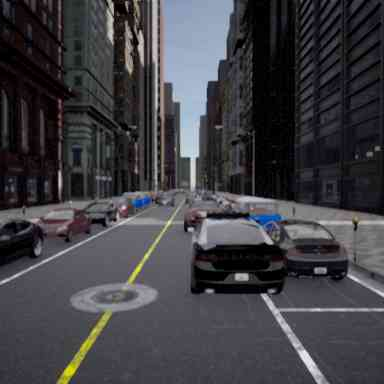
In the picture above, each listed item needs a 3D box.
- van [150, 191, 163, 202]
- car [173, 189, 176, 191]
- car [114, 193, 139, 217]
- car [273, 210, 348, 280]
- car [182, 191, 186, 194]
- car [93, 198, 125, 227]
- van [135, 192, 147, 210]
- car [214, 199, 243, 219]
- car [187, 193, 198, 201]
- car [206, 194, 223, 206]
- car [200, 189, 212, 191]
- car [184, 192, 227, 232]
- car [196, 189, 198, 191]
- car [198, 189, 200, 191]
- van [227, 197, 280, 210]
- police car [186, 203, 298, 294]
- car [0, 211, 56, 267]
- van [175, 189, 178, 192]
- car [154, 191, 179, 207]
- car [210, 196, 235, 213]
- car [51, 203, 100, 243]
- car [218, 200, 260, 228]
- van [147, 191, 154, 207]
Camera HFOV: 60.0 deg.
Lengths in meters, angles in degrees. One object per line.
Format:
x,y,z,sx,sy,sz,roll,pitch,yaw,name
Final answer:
-5.697,0.679,54.423,1.690,1.788,3.998,0,1,0,van
-5.662,0.587,82.607,1.947,1.339,4.313,0,1,0,car
-5.732,1.112,26.244,1.967,1.590,4.097,0,1,0,car
2.773,1.430,9.343,2.008,1.369,4.403,0,1,0,car
0.072,0.928,45.963,2.128,1.511,4.902,0,1,0,car
-5.738,1.306,20.610,1.947,1.339,4.313,0,1,0,car
-5.725,0.945,31.879,1.690,1.788,3.998,0,1,0,van
2.794,1.253,26.251,1.802,1.307,4.206,0,1,0,car
0.074,0.879,59.657,1.895,1.301,4.718,0,1,0,car
2.814,1.014,43.158,1.887,1.381,4.507,0,1,0,car
2.828,0.653,54.427,2.192,1.841,5.009,0,1,0,car
0.700,1.110,18.533,2.097,1.767,4.553,-1,1,2,car
2.876,0.336,93.880,1.967,1.590,4.097,0,1,0,car
2.856,0.606,77.143,1.752,1.417,4.829,0,1,0,car
2.780,1.151,14.976,1.690,1.788,3.998,0,1,0,van
0.911,1.314,8.640,1.930,1.638,5.238,0,1,0,police car
-5.752,1.446,9.337,1.947,1.339,4.313,0,1,0,car
-5.649,0.238,93.878,1.690,1.788,3.998,0,1,0,van
-3.047,1.000,39.931,2.128,1.511,4.902,0,1,0,car
2.801,1.154,31.887,2.008,1.369,4.403,0,1,0,car
-5.745,1.392,14.974,1.802,1.307,4.206,0,1,0,car
2.787,1.291,20.615,2.008,1.369,4.403,0,1,0,car
-5.718,0.878,37.515,1.690,1.788,3.998,0,1,0,van
